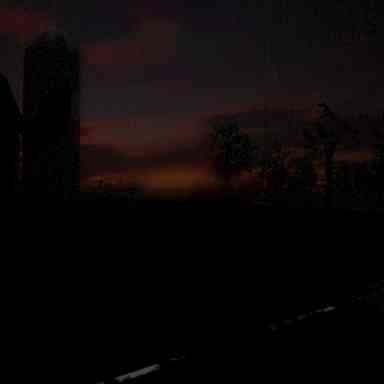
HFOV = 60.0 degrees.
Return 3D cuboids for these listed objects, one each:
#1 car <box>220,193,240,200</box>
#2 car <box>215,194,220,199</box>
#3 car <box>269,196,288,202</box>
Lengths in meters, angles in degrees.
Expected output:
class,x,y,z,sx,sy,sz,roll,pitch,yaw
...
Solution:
class,x,y,z,sx,sy,sz,roll,pitch,yaw
car,8.631,1.154,69.254,1.882,1.535,5.008,0,0,-35
car,7.520,1.028,75.647,2.150,2.045,5.566,0,0,-35
car,16.592,1.459,62.659,1.812,1.442,4.674,0,0,-35
